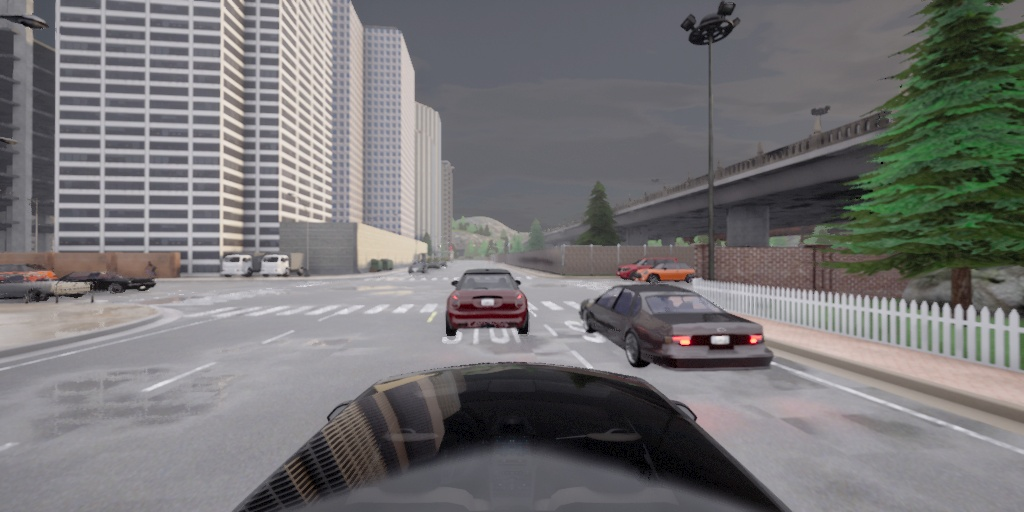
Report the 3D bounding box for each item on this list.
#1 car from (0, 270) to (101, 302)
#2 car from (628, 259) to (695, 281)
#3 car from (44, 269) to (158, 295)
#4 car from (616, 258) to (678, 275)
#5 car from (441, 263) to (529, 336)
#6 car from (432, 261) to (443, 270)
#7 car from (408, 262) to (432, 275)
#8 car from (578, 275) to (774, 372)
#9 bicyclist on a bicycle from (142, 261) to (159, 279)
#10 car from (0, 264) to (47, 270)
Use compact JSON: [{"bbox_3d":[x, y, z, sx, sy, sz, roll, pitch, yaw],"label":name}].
[{"bbox_3d":[-23.590,1.509,17.301,4.718,1.301,1.895,0,0,-6],"label":"car"},{"bbox_3d":[11.965,1.287,28.205,4.553,1.767,2.097,0,0,-6],"label":"car"},{"bbox_3d":[-23.837,1.527,20.794,4.718,1.301,1.895,0,0,-6],"label":"car"},{"bbox_3d":[12.103,1.172,31.739,5.566,2.045,2.150,0,0,-6],"label":"car"},{"bbox_3d":[-0.762,1.149,10.758,2.097,1.767,4.553,0,0,-5],"label":"car"},{"bbox_3d":[-13.034,1.667,59.698,1.895,1.301,4.718,0,0,-6],"label":"car"},{"bbox_3d":[-11.370,1.472,43.633,2.128,1.511,4.902,0,0,-6],"label":"car"},{"bbox_3d":[2.970,1.327,7.917,2.033,1.411,5.357,0,0,-4],"label":"car"},{"bbox_3d":[-32.202,1.293,31.979,0.582,1.620,1.656,0,0,-6],"label":"bicyclist on a bicycle"},{"bbox_3d":[-33.325,1.300,23.534,4.553,1.767,2.097,0,0,-6],"label":"car"}]
